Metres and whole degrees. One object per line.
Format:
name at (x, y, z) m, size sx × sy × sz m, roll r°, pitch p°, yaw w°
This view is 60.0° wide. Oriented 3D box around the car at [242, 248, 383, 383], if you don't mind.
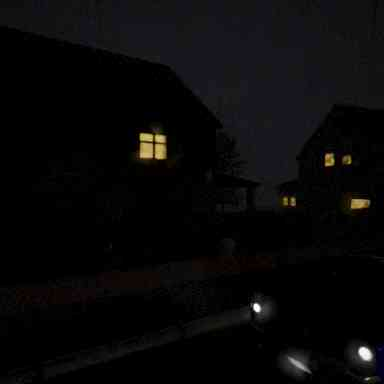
car at (3.037, 1.588, 4.862) m, size 4.718 × 1.301 × 1.895 m, roll 0°, pitch 0°, yaw -32°
